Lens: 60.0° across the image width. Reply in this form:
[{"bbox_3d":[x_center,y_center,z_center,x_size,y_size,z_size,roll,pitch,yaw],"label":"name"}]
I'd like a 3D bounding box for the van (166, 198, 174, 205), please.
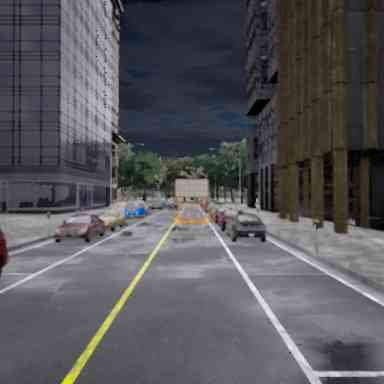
[{"bbox_3d":[-5.779,2.565,88.285,1.690,1.788,3.998,0,-1,0],"label":"van"}]

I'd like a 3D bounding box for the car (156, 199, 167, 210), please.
[{"bbox_3d":[-5.773,2.328,55.659,1.947,1.339,4.313,0,-1,0],"label":"car"}]

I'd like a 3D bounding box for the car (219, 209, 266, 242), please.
[{"bbox_3d":[2.759,1.790,17.601,2.008,1.369,4.403,0,-1,0],"label":"car"}]

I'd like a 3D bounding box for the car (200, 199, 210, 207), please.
[{"bbox_3d":[2.749,2.432,71.973,1.967,1.590,4.097,0,-1,0],"label":"car"}]

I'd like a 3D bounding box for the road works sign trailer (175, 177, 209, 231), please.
[{"bbox_3d":[-0.004,0.780,23.195,2.380,3.560,2.880,0,-1,0],"label":"road works sign trailer"}]

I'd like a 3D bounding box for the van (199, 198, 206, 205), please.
[{"bbox_3d":[2.746,2.566,88.286,1.690,1.788,3.998,0,-1,0],"label":"van"}]

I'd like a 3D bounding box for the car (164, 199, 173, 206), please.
[{"bbox_3d":[-5.778,2.587,82.846,1.967,1.590,4.097,0,-1,0],"label":"car"}]

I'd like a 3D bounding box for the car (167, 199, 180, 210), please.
[{"bbox_3d":[-3.069,2.381,56.892,1.895,1.301,4.718,0,-1,1],"label":"car"}]

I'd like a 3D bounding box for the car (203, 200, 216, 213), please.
[{"bbox_3d":[2.754,2.140,44.957,1.752,1.417,4.829,0,-1,0],"label":"car"}]

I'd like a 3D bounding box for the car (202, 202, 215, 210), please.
[{"bbox_3d":[2.752,2.314,55.661,2.008,1.369,4.403,0,-1,0],"label":"car"}]

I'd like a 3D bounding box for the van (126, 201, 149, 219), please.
[{"bbox_3d":[-5.770,1.803,33.914,1.690,1.788,3.998,0,-1,0],"label":"van"}]

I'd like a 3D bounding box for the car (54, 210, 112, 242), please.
[{"bbox_3d":[-5.767,1.821,17.600,1.802,1.307,4.206,0,-1,0],"label":"car"}]

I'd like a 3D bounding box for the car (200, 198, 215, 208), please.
[{"bbox_3d":[2.753,2.002,50.227,2.192,1.841,5.009,0,-1,0],"label":"car"}]

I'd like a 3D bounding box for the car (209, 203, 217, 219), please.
[{"bbox_3d":[2.757,1.933,28.476,1.887,1.381,4.507,0,-1,0],"label":"car"}]

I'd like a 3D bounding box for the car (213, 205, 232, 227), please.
[{"bbox_3d":[2.758,1.858,23.039,1.887,1.381,4.507,0,-1,0],"label":"car"}]

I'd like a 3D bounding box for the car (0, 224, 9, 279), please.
[{"bbox_3d":[-5.765,1.407,6.729,2.192,1.841,5.009,0,-1,0],"label":"car"}]

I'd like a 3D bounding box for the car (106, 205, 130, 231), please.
[{"bbox_3d":[-5.768,1.836,22.868,1.752,1.417,4.829,0,-1,0],"label":"car"}]

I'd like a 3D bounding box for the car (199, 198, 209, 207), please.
[{"bbox_3d":[2.748,2.384,77.412,2.192,1.841,5.009,0,-1,0],"label":"car"}]

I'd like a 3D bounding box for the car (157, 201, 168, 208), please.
[{"bbox_3d":[-5.775,2.438,66.364,1.752,1.417,4.829,0,-1,0],"label":"car"}]

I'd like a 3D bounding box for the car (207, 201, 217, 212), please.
[{"bbox_3d":[2.756,1.990,34.083,1.752,1.417,4.829,0,-1,0],"label":"car"}]

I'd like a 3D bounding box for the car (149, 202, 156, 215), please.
[{"bbox_3d":[-5.770,2.087,39.349,2.008,1.369,4.403,0,-1,0],"label":"car"}]
